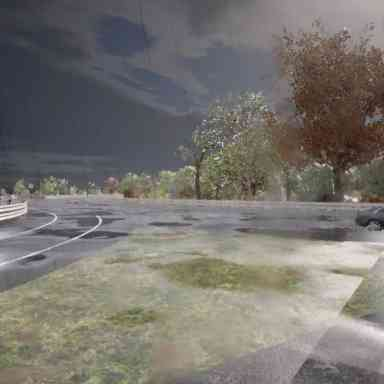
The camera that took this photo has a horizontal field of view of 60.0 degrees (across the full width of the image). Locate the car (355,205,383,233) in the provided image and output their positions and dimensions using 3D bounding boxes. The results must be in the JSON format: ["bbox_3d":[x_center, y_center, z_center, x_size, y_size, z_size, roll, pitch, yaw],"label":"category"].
[{"bbox_3d":[11.658,1.490,18.233,4.892,1.490,1.837,0,0,32],"label":"car"}]
